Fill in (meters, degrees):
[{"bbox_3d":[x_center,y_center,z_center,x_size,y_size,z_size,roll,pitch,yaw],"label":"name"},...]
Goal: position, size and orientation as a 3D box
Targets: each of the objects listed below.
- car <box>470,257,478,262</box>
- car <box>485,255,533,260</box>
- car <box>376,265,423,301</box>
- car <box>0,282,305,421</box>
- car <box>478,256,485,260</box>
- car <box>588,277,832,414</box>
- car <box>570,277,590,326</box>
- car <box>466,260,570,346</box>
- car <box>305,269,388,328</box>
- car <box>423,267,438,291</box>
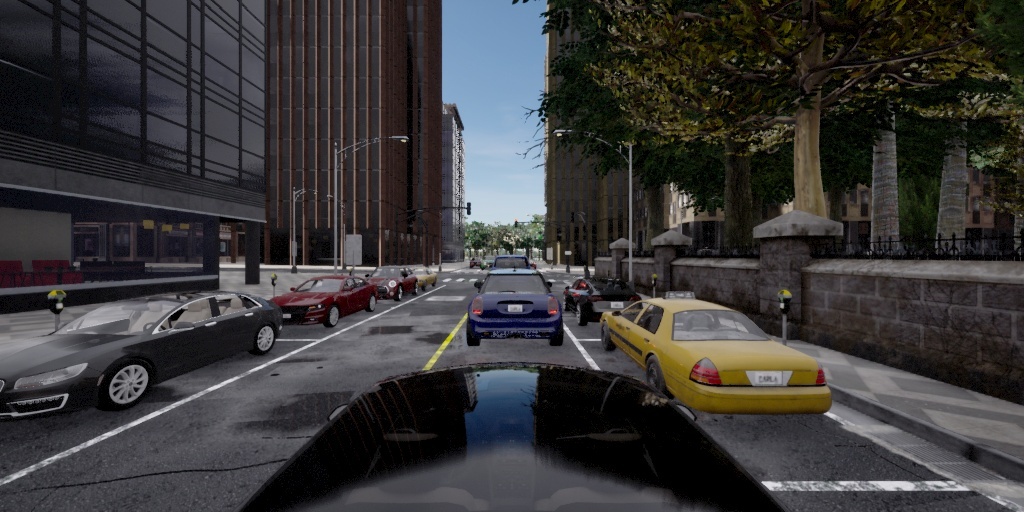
[{"bbox_3d":[-5.864,1.079,59.754,2.192,1.841,5.009,0,0,0],"label":"car"},{"bbox_3d":[-0.025,0.973,18.987,2.150,2.045,5.566,0,0,0],"label":"car"},{"bbox_3d":[-5.789,1.190,16.890,1.967,1.591,4.097,0,0,0],"label":"car"},{"bbox_3d":[-5.770,1.300,5.976,2.007,1.370,4.403,0,0,0],"label":"car"},{"bbox_3d":[-3.189,0.982,51.229,2.150,2.045,5.566,0,0,-1],"label":"car"},{"bbox_3d":[2.755,1.275,6.163,1.751,1.417,4.829,0,0,0],"label":"car"},{"bbox_3d":[2.745,1.316,11.450,1.948,1.339,4.313,0,0,0],"label":"car"},{"bbox_3d":[0.039,1.102,9.553,2.097,1.767,4.553,0,0,-1],"label":"car"},{"bbox_3d":[-5.780,1.295,11.433,1.888,1.381,4.507,0,0,0],"label":"car"},{"bbox_3d":[-5.799,1.277,22.176,1.751,1.417,4.829,0,0,0],"label":"car"}]
